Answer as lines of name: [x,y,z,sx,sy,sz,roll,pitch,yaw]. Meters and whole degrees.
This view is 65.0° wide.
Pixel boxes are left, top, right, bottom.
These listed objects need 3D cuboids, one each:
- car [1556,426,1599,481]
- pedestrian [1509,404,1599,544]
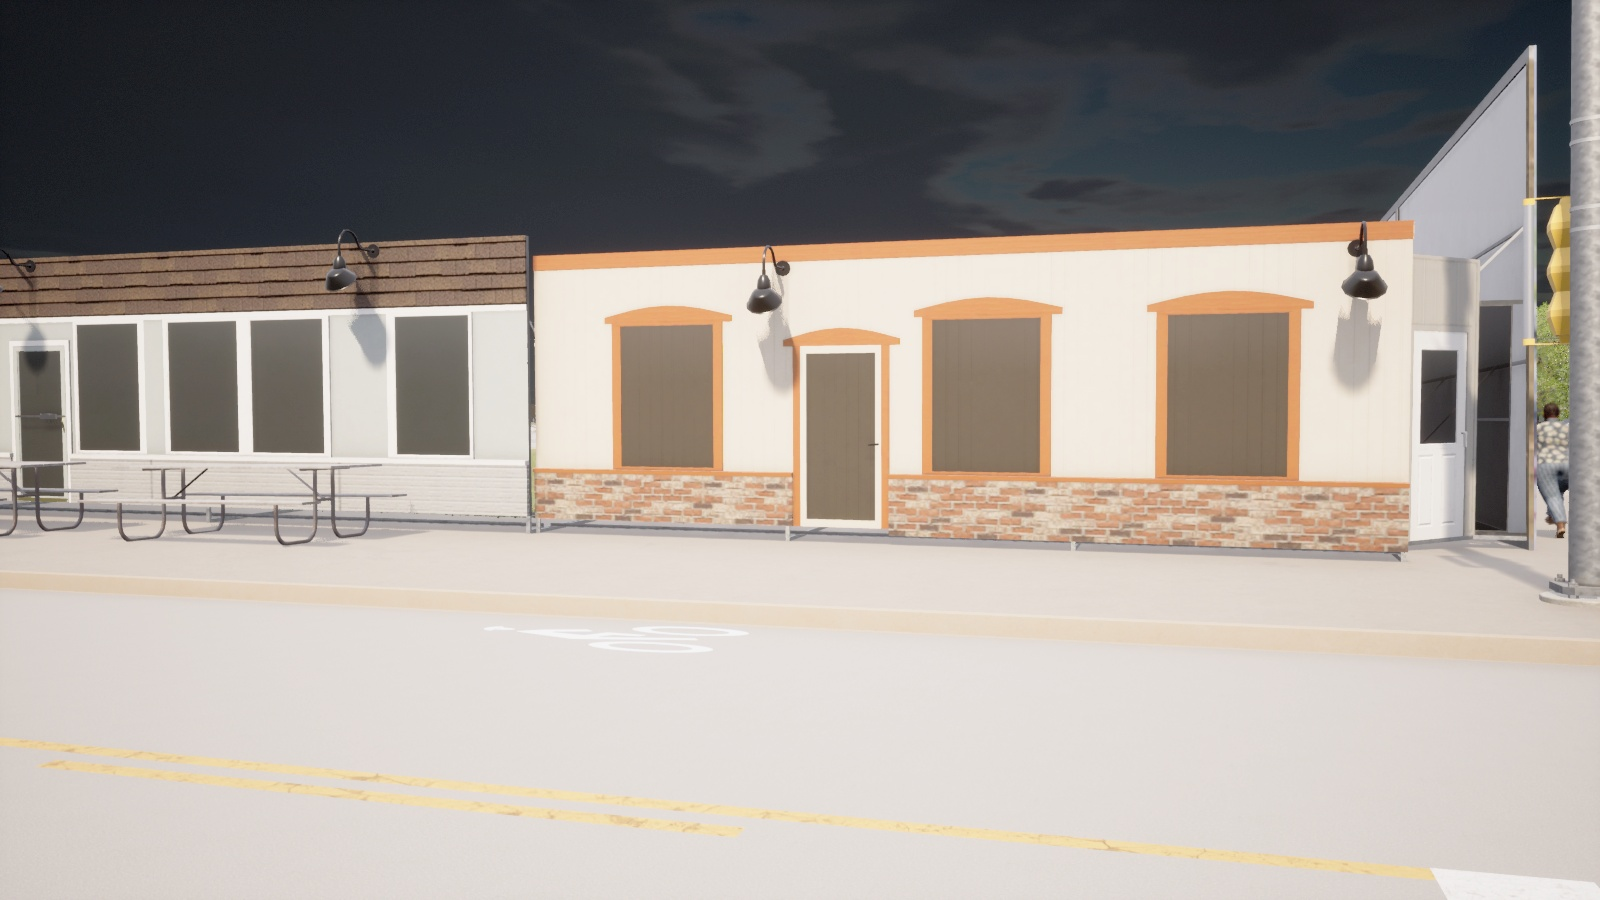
car: [28.596,0.102,44.058,1.932,1.855,4.605,0,2,8]
pedestrian: [10.330,0.309,17.213,0.874,1.855,0.900,0,1,18]
